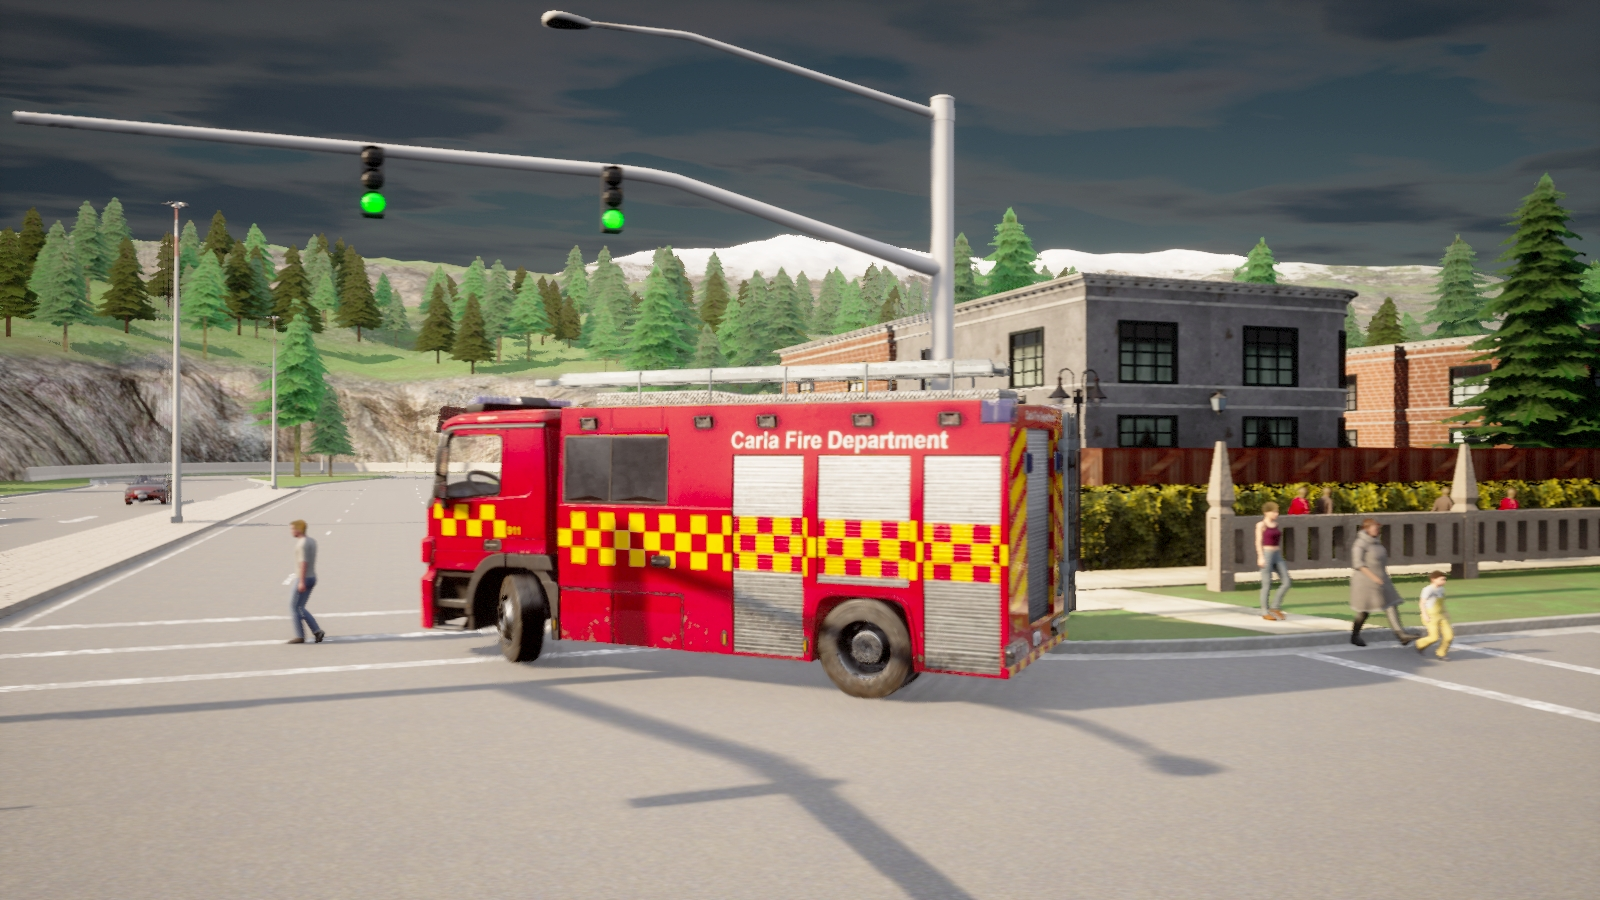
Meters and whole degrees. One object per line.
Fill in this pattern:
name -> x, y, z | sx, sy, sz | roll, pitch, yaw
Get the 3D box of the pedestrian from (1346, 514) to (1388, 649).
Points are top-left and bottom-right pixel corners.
pedestrian -> 8.035, 1.847, 16.200 | 0.375, 1.860, 0.375 | 0, 0, -25

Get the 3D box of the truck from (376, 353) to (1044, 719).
truck -> -1.337, 0.890, 15.078 | 8.468, 3.827, 2.891 | 0, 0, 26

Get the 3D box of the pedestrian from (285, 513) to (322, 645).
pedestrian -> -7.156, 1.849, 16.474 | 0.375, 1.860, 0.375 | 0, 0, -1

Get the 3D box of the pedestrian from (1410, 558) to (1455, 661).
pedestrian -> 8.471, 2.127, 15.315 | 0.375, 1.300, 0.375 | 0, 0, -22

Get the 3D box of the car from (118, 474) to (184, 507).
car -> -33.526, 2.048, 59.165 | 2.128, 1.511, 4.902 | 0, 0, -19

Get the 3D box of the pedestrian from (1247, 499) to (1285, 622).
pedestrian -> 7.186, 1.692, 17.621 | 0.375, 1.860, 0.375 | 0, 0, -25

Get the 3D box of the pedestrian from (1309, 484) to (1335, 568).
pedestrian -> 11.711, 1.694, 25.653 | 0.375, 1.860, 0.375 | 0, 0, -20

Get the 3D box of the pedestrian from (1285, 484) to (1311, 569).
pedestrian -> 11.063, 1.694, 25.406 | 0.375, 1.860, 0.375 | 0, 0, -19

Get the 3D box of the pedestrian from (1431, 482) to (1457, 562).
pedestrian -> 15.165, 1.691, 26.919 | 0.375, 1.860, 0.375 | 0, 0, -20

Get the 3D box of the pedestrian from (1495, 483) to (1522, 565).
pedestrian -> 16.362, 1.693, 26.400 | 0.375, 1.860, 0.375 | 0, 0, -17
